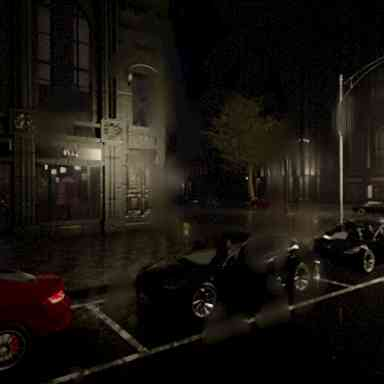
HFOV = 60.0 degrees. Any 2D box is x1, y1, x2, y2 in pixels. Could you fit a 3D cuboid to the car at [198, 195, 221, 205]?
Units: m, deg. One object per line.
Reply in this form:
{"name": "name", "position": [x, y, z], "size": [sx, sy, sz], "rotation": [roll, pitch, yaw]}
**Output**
{"name": "car", "position": [3.441, 1.492, 65.553], "size": [2.097, 1.767, 4.553], "rotation": [0, 0, -35]}

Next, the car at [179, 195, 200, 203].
{"name": "car", "position": [-0.562, 1.488, 71.049], "size": [1.882, 1.535, 5.008], "rotation": [0, 0, -36]}

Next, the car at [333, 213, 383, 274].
{"name": "car", "position": [5.487, 1.571, 10.569], "size": [4.313, 1.339, 1.947], "rotation": [0, 0, -36]}

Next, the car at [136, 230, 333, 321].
{"name": "car", "position": [0.901, 1.568, 7.293], "size": [4.313, 1.339, 1.947], "rotation": [0, 0, -36]}

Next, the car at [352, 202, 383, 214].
{"name": "car", "position": [18.609, 1.669, 33.024], "size": [1.895, 1.301, 4.718], "rotation": [0, 0, -36]}

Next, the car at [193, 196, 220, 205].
{"name": "car", "position": [2.964, 1.634, 60.652], "size": [2.128, 1.511, 4.902], "rotation": [0, 0, -35]}

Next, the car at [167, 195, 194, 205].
{"name": "car", "position": [-2.182, 1.717, 62.160], "size": [2.033, 1.411, 5.357], "rotation": [0, 0, -36]}

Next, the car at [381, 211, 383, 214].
{"name": "car", "position": [10.073, 1.560, 13.846], "size": [4.403, 1.369, 2.008], "rotation": [0, 0, -36]}

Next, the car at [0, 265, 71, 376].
{"name": "car", "position": [-3.685, 1.581, 4.016], "size": [4.206, 1.307, 1.802], "rotation": [0, 0, -36]}

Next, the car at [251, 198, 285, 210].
{"name": "car", "position": [10.191, 1.586, 44.752], "size": [1.882, 1.535, 5.008], "rotation": [0, 0, -36]}
